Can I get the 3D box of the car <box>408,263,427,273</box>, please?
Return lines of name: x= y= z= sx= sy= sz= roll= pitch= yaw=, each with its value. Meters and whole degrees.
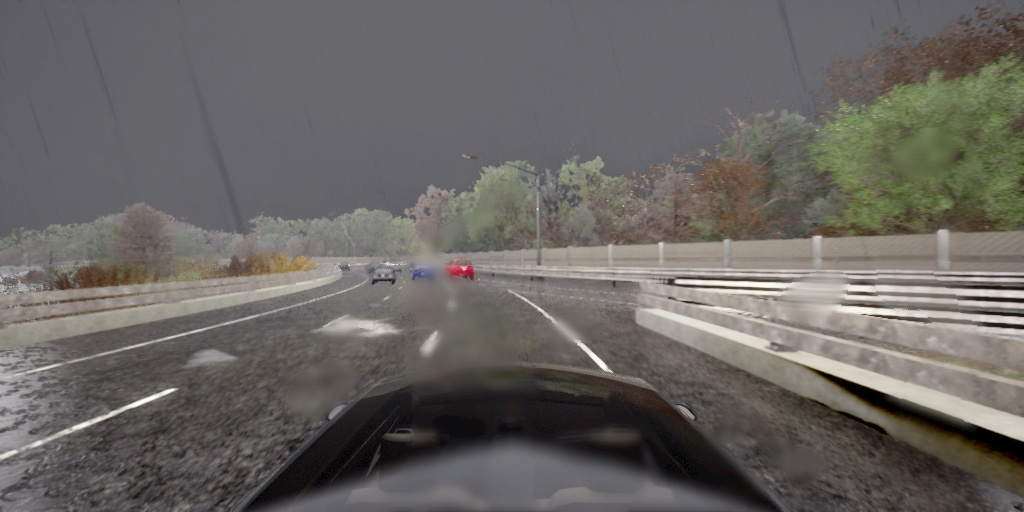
car: x=-15.637 y=1.964 z=59.173 sx=1.837 sy=1.490 sz=4.892 roll=1 pitch=-1 yaw=-30

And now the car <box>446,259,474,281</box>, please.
car: x=-5.299 y=1.361 z=36.100 sx=2.150 sy=2.045 sz=5.566 roll=0 pitch=-1 yaw=-18

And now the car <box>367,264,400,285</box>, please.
car: x=-11.105 y=1.688 z=31.274 sx=2.033 sy=1.411 sz=5.357 roll=0 pitch=-1 yaw=-17

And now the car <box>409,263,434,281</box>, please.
car: x=-9.098 y=1.651 z=36.265 sx=1.882 sy=1.535 sz=5.008 roll=0 pitch=-1 yaw=-19

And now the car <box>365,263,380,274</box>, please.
car: x=-20.925 y=1.807 z=54.274 sx=2.097 sy=1.767 sz=4.553 roll=0 pitch=-1 yaw=-29
